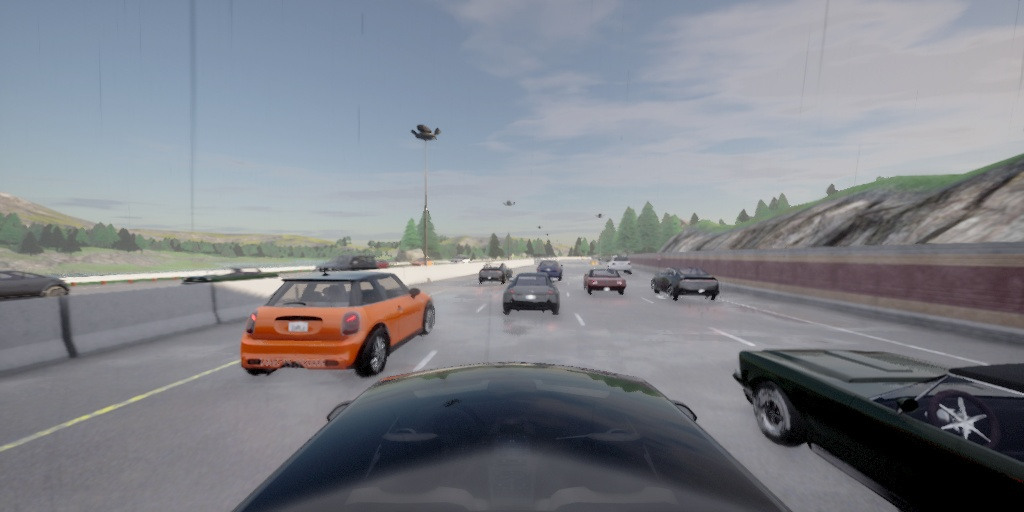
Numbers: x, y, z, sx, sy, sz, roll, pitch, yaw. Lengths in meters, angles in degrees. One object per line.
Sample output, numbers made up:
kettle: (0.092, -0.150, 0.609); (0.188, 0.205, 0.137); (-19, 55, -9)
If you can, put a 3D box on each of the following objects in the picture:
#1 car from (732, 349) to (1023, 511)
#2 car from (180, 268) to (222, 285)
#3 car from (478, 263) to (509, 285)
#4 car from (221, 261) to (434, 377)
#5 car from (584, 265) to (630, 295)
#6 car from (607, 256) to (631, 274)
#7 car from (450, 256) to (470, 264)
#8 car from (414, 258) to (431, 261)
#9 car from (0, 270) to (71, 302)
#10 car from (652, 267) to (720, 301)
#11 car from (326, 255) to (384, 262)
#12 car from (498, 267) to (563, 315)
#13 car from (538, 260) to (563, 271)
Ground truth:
car: (3.656, 1.362, 2.300); (1.895, 1.301, 4.718); (0, 0, 0)
car: (-16.234, 1.302, 20.911); (1.895, 1.301, 4.718); (0, 0, 7)
car: (-1.094, 1.237, 25.959); (2.128, 1.511, 4.902); (0, 0, 9)
car: (-3.143, 1.092, 7.557); (2.097, 1.767, 4.553); (0, 0, 3)
car: (5.033, 1.364, 20.057); (1.895, 1.301, 4.718); (0, 0, 8)
car: (12.108, 1.004, 40.715); (2.150, 2.045, 5.566); (0, 0, 10)
car: (-8.964, 0.936, 62.807); (2.150, 2.045, 5.566); (0, 0, 10)
car: (-13.904, 1.058, 55.297); (2.097, 1.767, 4.553); (0, 0, 10)
car: (-20.444, 1.253, 13.942); (1.994, 1.385, 4.181); (0, 0, 5)
car: (8.239, 1.265, 17.439); (2.128, 1.511, 4.902); (0, 0, 7)
car: (-11.949, 0.935, 26.155); (2.150, 2.045, 5.566); (0, 0, 9)
car: (0.796, 1.315, 13.727); (1.994, 1.385, 4.181); (0, 0, 5)
car: (3.250, 1.109, 30.670); (2.097, 1.767, 4.553); (0, 0, 10)
